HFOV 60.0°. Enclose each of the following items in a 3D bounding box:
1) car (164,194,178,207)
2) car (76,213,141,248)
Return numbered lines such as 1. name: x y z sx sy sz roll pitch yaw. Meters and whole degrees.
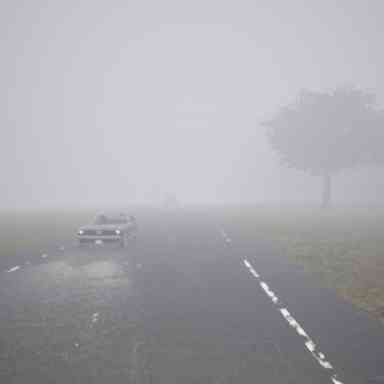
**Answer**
1. car: -3.560 1.396 56.884 2.150 2.045 5.566 0 0 1
2. car: -3.603 1.639 15.080 1.895 1.301 4.718 0 0 0
